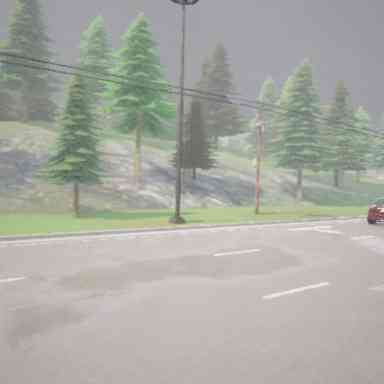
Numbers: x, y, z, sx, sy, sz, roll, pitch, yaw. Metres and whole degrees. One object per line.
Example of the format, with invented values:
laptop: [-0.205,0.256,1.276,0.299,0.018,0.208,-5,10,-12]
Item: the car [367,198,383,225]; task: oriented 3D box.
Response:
car: [12.847,1.138,20.370,4.553,1.767,2.097,1,2,-33]
